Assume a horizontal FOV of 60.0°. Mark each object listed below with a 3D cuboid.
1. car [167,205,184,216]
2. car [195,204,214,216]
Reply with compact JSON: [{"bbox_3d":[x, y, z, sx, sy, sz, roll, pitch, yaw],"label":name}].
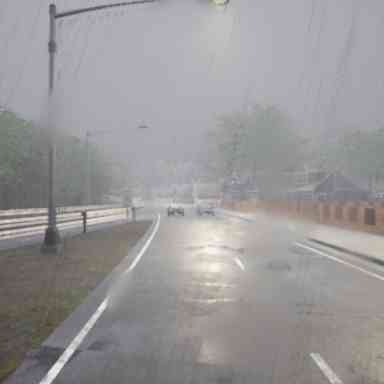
[{"bbox_3d":[-2.051,2.148,39.694,1.895,1.301,4.718,0,-1,-6],"label":"car"},{"bbox_3d":[1.427,2.076,39.503,2.033,1.411,5.357,0,-1,-6],"label":"car"}]
